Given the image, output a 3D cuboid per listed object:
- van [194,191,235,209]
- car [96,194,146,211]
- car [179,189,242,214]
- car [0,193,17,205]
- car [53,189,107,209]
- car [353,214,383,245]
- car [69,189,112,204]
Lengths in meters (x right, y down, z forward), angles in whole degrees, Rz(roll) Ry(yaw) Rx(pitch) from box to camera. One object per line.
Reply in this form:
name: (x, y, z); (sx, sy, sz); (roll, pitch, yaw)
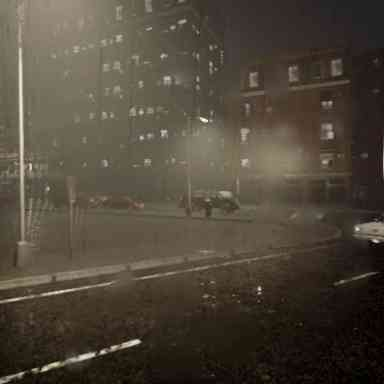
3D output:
van: (2.423, 0.838, 35.664); (3.998, 1.788, 1.690); (1, 0, 24)
car: (-6.253, 1.073, 30.379); (4.206, 1.307, 1.802); (1, 0, 24)
car: (1.586, 0.798, 29.663); (5.566, 2.045, 2.150); (1, 1, 24)
car: (-21.661, 0.780, 37.322); (4.507, 1.381, 1.887); (1, 0, 24)
car: (-11.382, 0.722, 32.694); (5.009, 1.841, 2.192); (1, 0, 24)
car: (8.845, 1.569, 14.145); (4.718, 1.301, 1.895); (0, 0, -37)
car: (-12.981, 0.559, 42.605); (5.009, 1.841, 2.192); (1, 0, 24)
